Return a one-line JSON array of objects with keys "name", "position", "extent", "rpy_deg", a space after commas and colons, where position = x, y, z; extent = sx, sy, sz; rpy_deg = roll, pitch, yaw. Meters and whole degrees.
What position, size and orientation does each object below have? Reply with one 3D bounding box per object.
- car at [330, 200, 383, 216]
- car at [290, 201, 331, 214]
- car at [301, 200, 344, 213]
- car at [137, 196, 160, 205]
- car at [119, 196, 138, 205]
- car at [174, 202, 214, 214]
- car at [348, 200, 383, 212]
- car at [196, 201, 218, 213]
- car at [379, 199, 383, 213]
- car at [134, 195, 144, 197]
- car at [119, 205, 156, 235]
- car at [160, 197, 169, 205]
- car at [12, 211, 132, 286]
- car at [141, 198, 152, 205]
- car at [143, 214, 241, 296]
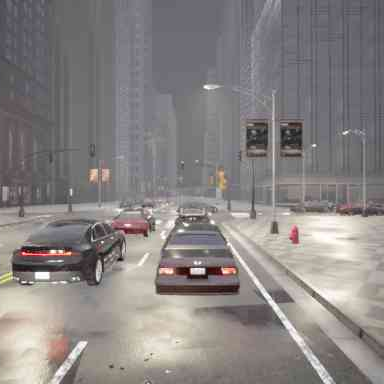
[{"name": "car", "position": [15.319, 1.584, 30.319], "extent": [4.206, 1.307, 1.802], "rpy_deg": [0, 0, -1]}, {"name": "car", "position": [12.860, 1.644, 36.050], "extent": [4.181, 1.385, 1.994], "rpy_deg": [0, -1, -2]}, {"name": "car", "position": [15.190, 1.671, 38.842], "extent": [4.313, 1.339, 1.947], "rpy_deg": [0, 0, -1]}, {"name": "car", "position": [-6.589, 1.788, 50.925], "extent": [2.033, 1.411, 5.357], "rpy_deg": [0, 0, 0]}, {"name": "car", "position": [-9.869, 1.745, 50.813], "extent": [1.837, 1.490, 4.892], "rpy_deg": [0, 0, -2]}, {"name": "car", "position": [0.049, 1.547, 18.589], "extent": [1.837, 1.490, 4.892], "rpy_deg": [0, 0, 1]}, {"name": "car", "position": [20.829, 1.652, 38.929], "extent": [4.313, 1.339, 1.947], "rpy_deg": [0, 0, -1]}, {"name": "car", "position": [0.570, 1.670, 34.319], "extent": [4.181, 1.385, 1.994], "rpy_deg": [-1, -1, 28]}, {"name": "car", "position": [23.347, 1.523, 36.214], "extent": [5.008, 1.535, 1.882], "rpy_deg": [0, -1, -1]}, {"name": "car", "position": [-9.809, 1.531, 61.135], "extent": [2.150, 2.045, 5.566], "rpy_deg": [0, 0, 0]}, {"name": "car", "position": [-3.148, 1.605, 18.335], "extent": [1.994, 1.385, 4.181], "rpy_deg": [0, 0, 0]}, {"name": "car", "position": [-6.494, 1.725, 68.310], "extent": [2.097, 1.767, 4.553], "rpy_deg": [0, 0, 0]}, {"name": "car", "position": [-3.150, 1.518, 9.435], "extent": [1.837, 1.490, 4.892], "rpy_deg": [0, 0, 0]}, {"name": "car", "position": [-9.742, 1.921, 71.179], "extent": [1.812, 1.442, 4.674], "rpy_deg": [0, 0, 0]}, {"name": "car", "position": [0.107, 1.559, 8.851], "extent": [2.033, 1.411, 5.357], "rpy_deg": [0, 0, 0]}]
